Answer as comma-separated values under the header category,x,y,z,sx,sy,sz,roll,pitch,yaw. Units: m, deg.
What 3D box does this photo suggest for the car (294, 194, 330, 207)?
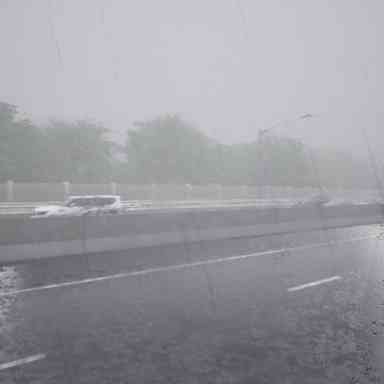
category,x,y,z,sx,sy,sz,roll,pitch,yaw
car,14.776,1.273,40.274,5.566,2.045,2.150,0,0,-35

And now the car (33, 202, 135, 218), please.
category,x,y,z,sx,sy,sz,roll,pitch,yaw
car,-5.294,1.493,17.340,4.902,1.511,2.128,0,0,-35

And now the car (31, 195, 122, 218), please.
category,x,y,z,sx,sy,sz,roll,pitch,yaw
car,-6.837,1.223,20.530,5.566,2.045,2.150,0,0,-35

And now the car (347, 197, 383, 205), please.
category,x,y,z,sx,sy,sz,roll,pitch,yaw
car,18.578,1.401,34.397,4.553,1.767,2.097,0,0,-35

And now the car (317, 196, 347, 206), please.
category,x,y,z,sx,sy,sz,roll,pitch,yaw
car,16.634,1.527,37.307,5.008,1.535,1.882,1,0,-35
